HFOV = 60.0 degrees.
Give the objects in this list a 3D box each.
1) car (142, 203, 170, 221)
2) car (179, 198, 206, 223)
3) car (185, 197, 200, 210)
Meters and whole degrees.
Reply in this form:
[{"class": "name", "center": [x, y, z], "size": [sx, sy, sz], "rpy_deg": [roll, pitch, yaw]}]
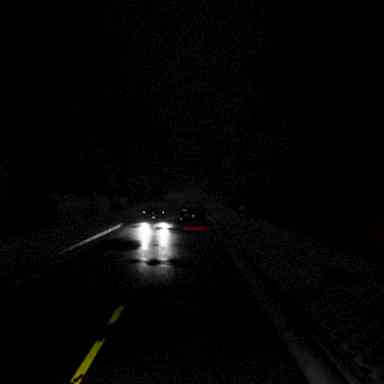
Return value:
[{"class": "car", "center": [-2.877, 1.599, 27.110], "size": [1.895, 1.301, 4.718], "rpy_deg": [0, 0, 0]}, {"class": "car", "center": [0.076, 1.476, 25.275], "size": [1.882, 1.535, 5.008], "rpy_deg": [0, 0, 0]}, {"class": "car", "center": [0.056, 1.458, 43.037], "size": [1.882, 1.535, 5.008], "rpy_deg": [0, 0, 0]}]
